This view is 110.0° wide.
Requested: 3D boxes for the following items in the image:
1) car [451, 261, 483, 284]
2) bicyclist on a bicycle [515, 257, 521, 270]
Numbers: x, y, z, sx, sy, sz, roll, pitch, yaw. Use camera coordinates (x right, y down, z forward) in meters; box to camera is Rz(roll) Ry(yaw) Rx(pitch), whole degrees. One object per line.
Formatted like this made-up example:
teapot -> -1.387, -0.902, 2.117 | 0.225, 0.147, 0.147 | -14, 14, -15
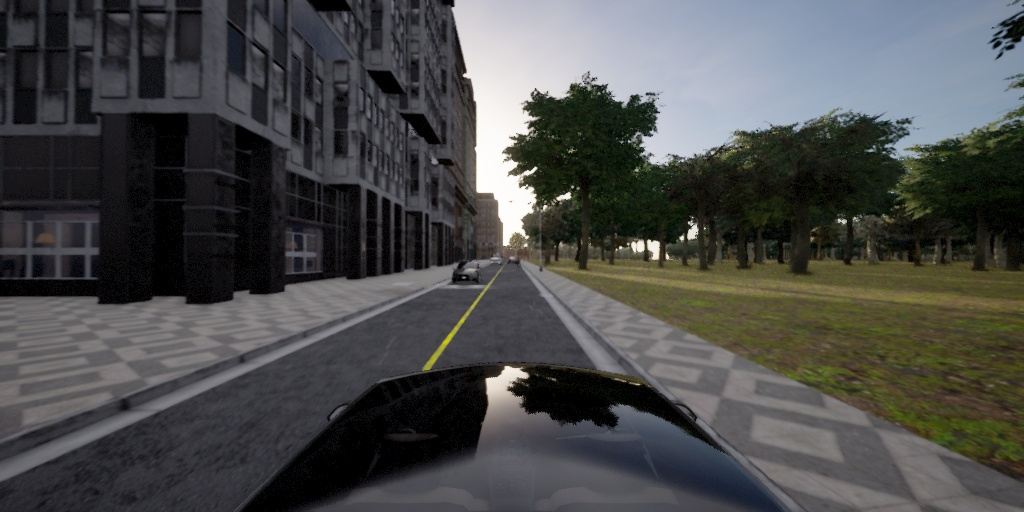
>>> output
car -> -3.095, 1.140, 25.562 | 1.837, 1.490, 4.892 | 0, 0, 0
bicyclist on a bicycle -> 0.827, 1.012, 45.288 | 0.582, 1.620, 1.656 | 0, 0, 0
